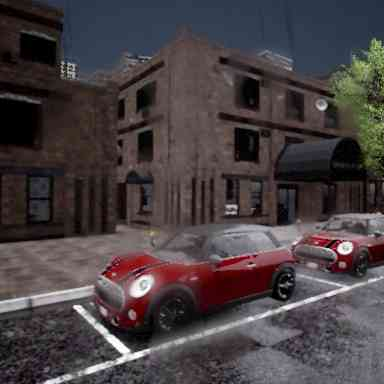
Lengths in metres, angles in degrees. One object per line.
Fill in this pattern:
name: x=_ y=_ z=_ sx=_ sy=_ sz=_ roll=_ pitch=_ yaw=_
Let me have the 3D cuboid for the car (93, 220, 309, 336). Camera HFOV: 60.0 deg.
car: x=0.176 y=1.423 z=6.625 sx=4.097 sy=1.590 sz=1.967 roll=0 pitch=1 yaw=-35

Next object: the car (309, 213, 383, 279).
car: x=4.806 y=1.398 z=9.928 sx=4.097 sy=1.590 sz=1.967 roll=0 pitch=1 yaw=-35
